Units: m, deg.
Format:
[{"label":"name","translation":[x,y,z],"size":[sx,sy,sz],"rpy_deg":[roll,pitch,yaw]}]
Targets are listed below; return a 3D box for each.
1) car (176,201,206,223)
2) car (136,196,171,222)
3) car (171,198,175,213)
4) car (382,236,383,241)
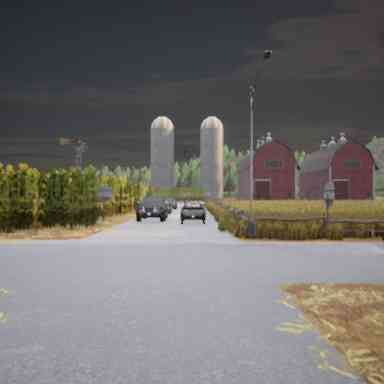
[{"label":"car","translation":[0.081,1.583,26.242],"size":[2.128,1.511,4.902],"rpy_deg":[0,-1,0]},{"label":"car","translation":[-3.213,1.327,27.607],"size":[2.150,2.045,5.566],"rpy_deg":[0,-1,0]},{"label":"car","translation":[-3.219,1.716,37.384],"size":[1.812,1.442,4.674],"rpy_deg":[0,0,0]},{"label":"car","translation":[11.037,1.735,13.907],"size":[5.357,1.411,2.033],"rpy_deg":[0,0,0]}]
